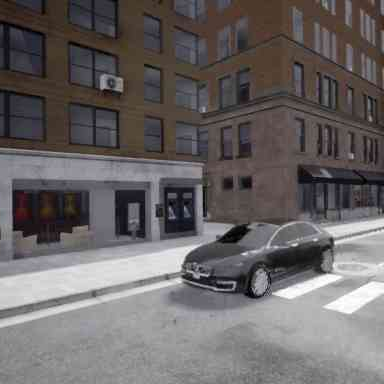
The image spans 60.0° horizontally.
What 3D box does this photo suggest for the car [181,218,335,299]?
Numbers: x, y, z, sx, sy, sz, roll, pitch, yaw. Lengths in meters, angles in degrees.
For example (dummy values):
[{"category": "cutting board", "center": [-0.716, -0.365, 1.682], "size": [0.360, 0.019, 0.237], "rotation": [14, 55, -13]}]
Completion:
[{"category": "car", "center": [1.903, 1.476, 8.541], "size": [4.892, 1.490, 1.837], "rotation": [-1, -1, -42]}]
